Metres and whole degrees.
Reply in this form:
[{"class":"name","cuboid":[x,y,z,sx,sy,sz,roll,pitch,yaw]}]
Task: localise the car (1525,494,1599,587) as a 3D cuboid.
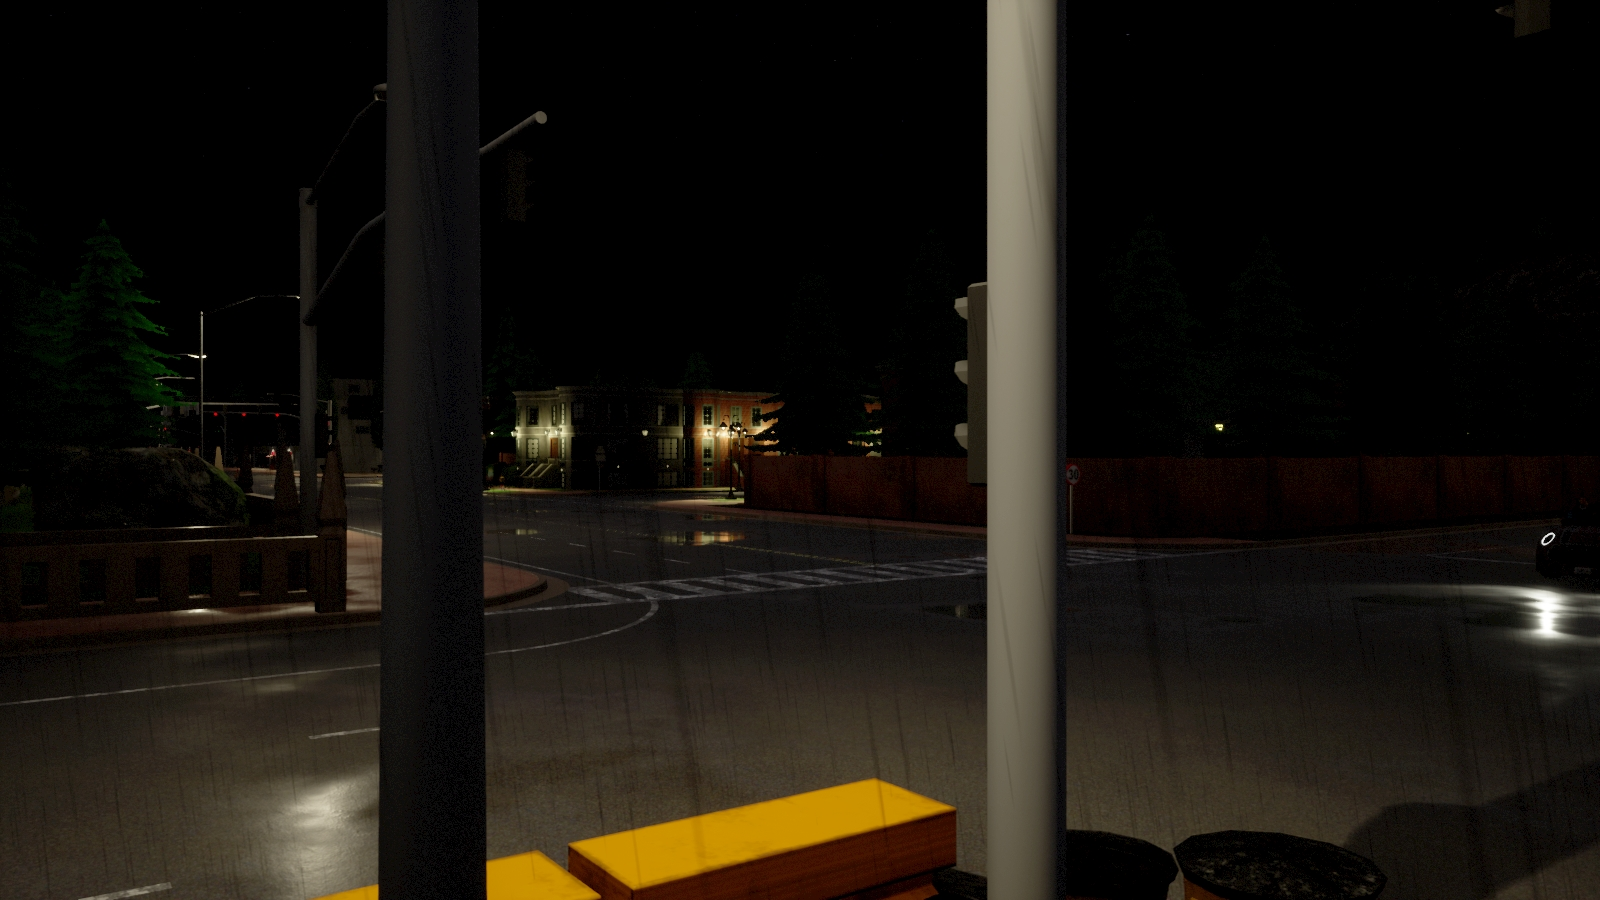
[{"class":"car","cuboid":[18.007,1.907,24.943,4.553,1.767,2.097,0,0,-35]}]
